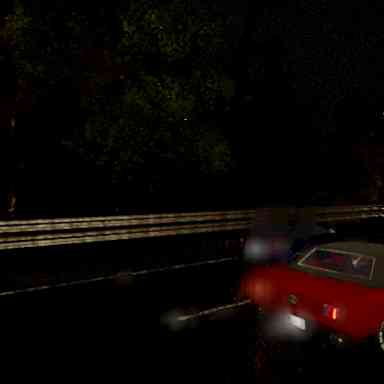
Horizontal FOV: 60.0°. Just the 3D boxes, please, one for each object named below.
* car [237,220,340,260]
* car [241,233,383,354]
[{"bbox_3d":[3.426,1.576,10.540,4.181,1.385,1.994,0,0,-36],"label":"car"},{"bbox_3d":[3.323,1.609,6.145,4.718,1.301,1.895,0,0,-36],"label":"car"}]
